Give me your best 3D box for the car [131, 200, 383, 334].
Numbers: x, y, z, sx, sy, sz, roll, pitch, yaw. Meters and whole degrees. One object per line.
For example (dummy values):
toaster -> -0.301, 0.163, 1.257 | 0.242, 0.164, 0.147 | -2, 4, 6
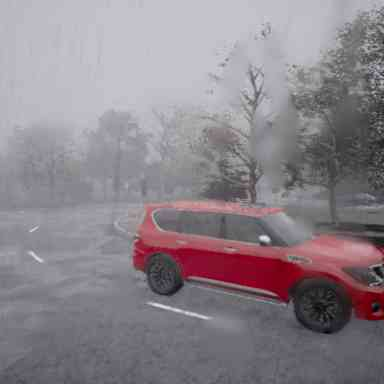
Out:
car -> 1.193, 1.275, 7.280 | 5.566, 2.045, 2.150 | 1, 2, 33

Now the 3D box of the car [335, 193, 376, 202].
car -> 20.503, 0.870, 41.796 | 4.674, 1.442, 1.812 | 1, 1, 30
